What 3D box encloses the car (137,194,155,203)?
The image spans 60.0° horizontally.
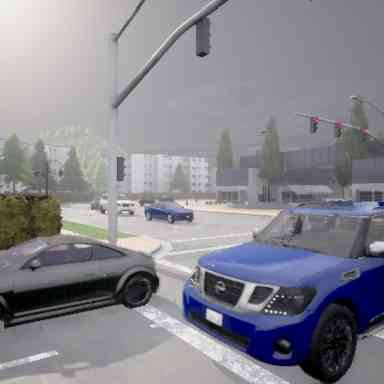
[{"bbox_3d":[-9.312,1.352,68.117,2.097,1.767,4.553,0,0,15],"label":"car"}]

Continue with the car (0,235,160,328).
[{"bbox_3d":[-2.715,1.564,6.355,4.181,1.385,1.994,0,0,-36],"label":"car"}]

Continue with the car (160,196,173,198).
[{"bbox_3d":[-5.250,1.477,69.690,1.882,1.535,5.008,0,0,20],"label":"car"}]

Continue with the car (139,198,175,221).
[{"bbox_3d":[-1.815,1.478,25.359,1.882,1.535,5.008,0,0,-37],"label":"car"}]

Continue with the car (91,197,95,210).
[{"bbox_3d":[-11.939,1.352,42.924,2.097,1.767,4.553,0,0,-17],"label":"car"}]

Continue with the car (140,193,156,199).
[{"bbox_3d":[-7.195,1.222,54.472,2.150,2.045,5.566,0,0,-4],"label":"car"}]

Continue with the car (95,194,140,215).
[{"bbox_3d":[-7.624,1.221,33.538,2.150,2.045,5.566,0,0,-32],"label":"car"}]

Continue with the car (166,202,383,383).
[{"bbox_3d":[2.527,1.221,5.796,5.566,2.045,2.150,0,0,-36],"label":"car"}]
